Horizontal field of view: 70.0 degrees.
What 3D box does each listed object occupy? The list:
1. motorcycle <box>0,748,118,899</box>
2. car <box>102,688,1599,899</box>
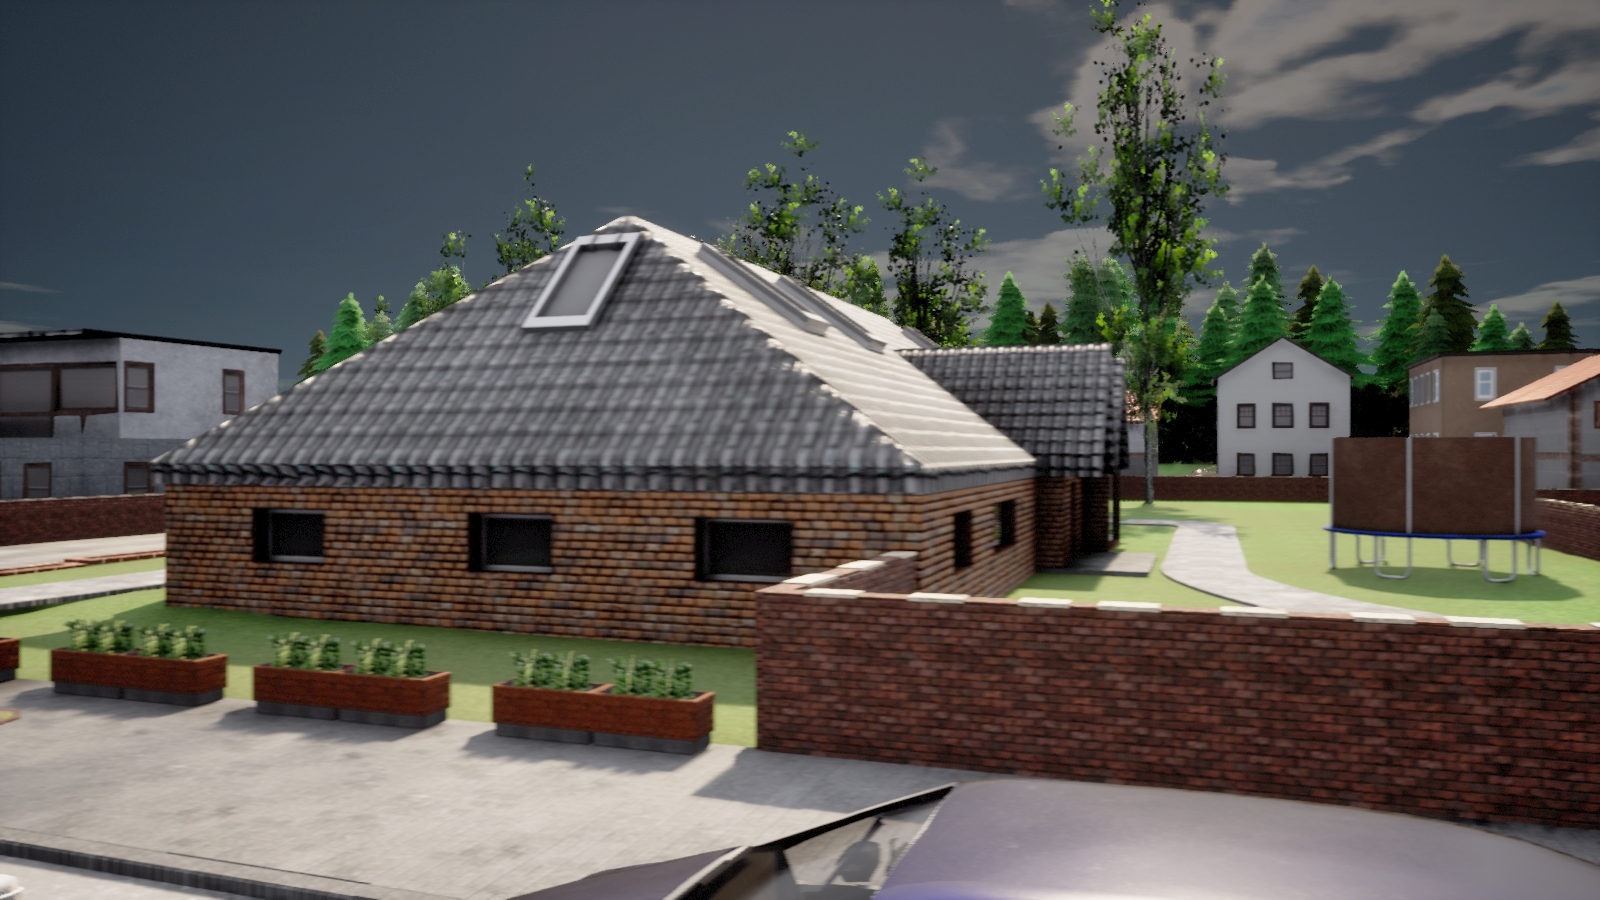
[{"bbox_3d":[-4.232,2.142,5.326,1.805,1.316,0.856,0,0,19],"label":"motorcycle"},{"bbox_3d":[0.517,1.968,3.609,4.611,1.667,2.242,0,0,20],"label":"car"}]
